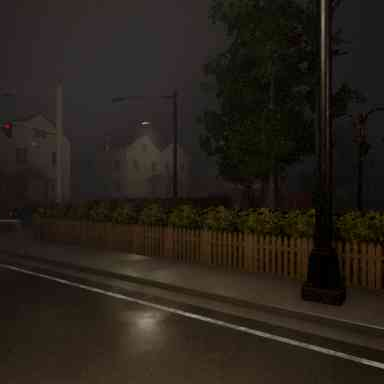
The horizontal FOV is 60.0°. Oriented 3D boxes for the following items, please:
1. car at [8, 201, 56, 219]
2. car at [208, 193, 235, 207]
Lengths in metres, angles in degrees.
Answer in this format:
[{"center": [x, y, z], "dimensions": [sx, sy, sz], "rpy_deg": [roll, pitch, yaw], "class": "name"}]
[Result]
[{"center": [-13.672, 1.526, 29.430], "dimensions": [1.812, 1.442, 4.674], "rpy_deg": [0, 0, 35], "class": "car"}, {"center": [4.287, 1.221, 48.813], "dimensions": [2.150, 2.045, 5.566], "rpy_deg": [0, 0, 35], "class": "car"}]
